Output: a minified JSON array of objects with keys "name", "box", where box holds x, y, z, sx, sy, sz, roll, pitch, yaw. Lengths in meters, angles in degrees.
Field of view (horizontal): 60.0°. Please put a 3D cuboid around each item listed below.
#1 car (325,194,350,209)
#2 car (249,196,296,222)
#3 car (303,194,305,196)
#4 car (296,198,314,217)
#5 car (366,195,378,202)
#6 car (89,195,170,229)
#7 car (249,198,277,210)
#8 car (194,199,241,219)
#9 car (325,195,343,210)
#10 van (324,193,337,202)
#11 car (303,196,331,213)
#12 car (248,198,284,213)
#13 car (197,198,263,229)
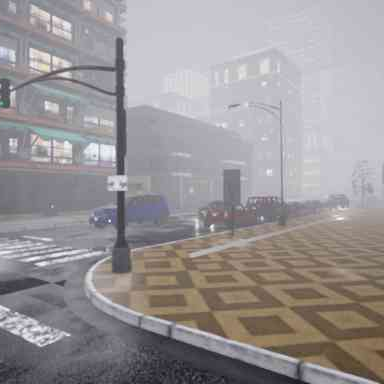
[{"name":"car","box":[19.065,1.163,43.274,2.192,1.841,5.009,-1,0,36]},{"name":"car","box":[5.788,1.211,25.267,2.192,1.841,5.009,-1,0,36]},{"name":"car","box":[22.581,1.432,61.318,1.752,1.417,4.829,-1,0,36]},{"name":"car","box":[9.110,1.466,29.768,1.802,1.307,4.206,-1,0,36]},{"name":"car","box":[35.663,1.329,65.781,1.887,1.381,4.507,-1,0,36]},{"name":"car","box":[-3.823,1.202,21.320,2.150,2.045,5.566,-1,0,38]},{"name":"car","box":[9.305,1.482,43.311,1.752,1.417,4.829,-1,0,36]},{"name":"car","box":[2.357,1.464,29.731,1.837,1.490,4.892,-1,0,37]},{"name":"car","box":[15.748,1.411,38.771,2.008,1.369,4.403,-1,0,36]},{"name":"van","box":[29.319,1.222,70.458,1.690,1.788,3.998,-1,0,36]},{"name":"car","box":[12.429,1.417,34.270,1.887,1.381,4.507,-1,0,36]},{"name":"car","box":[8.583,1.484,38.164,2.033,1.411,5.357,-1,0,37]},{"name":"car","box":[2.470,1.348,20.765,1.967,1.590,4.097,-1,0,36]}]
